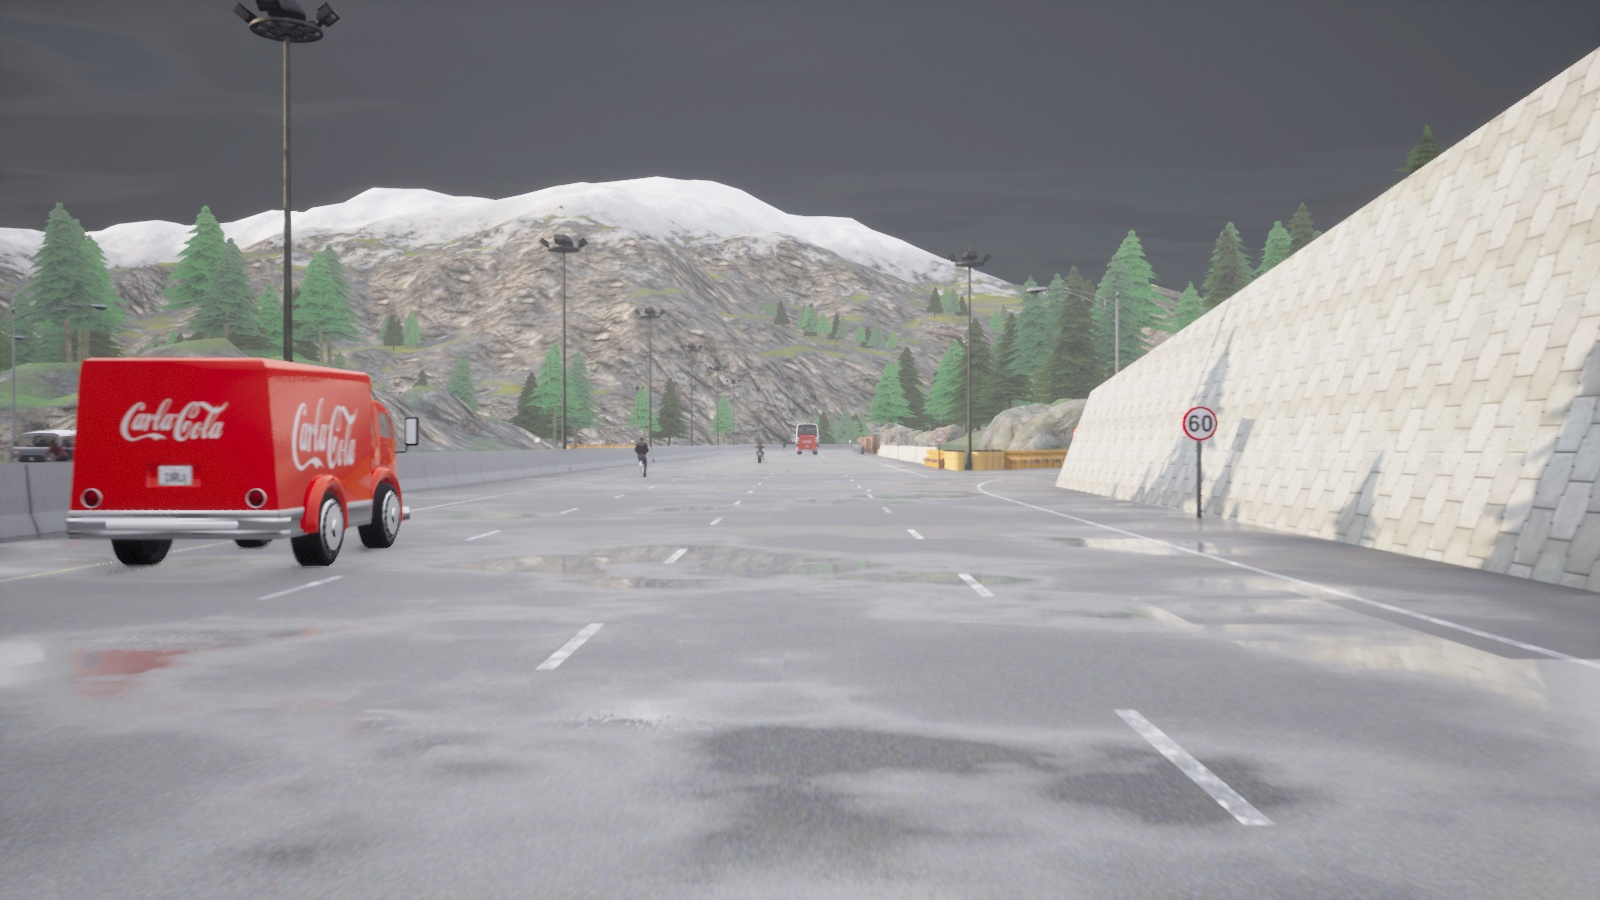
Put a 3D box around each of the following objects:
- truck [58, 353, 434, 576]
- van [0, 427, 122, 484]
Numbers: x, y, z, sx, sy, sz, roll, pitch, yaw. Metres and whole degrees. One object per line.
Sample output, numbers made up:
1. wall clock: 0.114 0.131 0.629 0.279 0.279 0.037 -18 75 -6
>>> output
1. truck: -6.891 0.158 16.497 2.627 2.467 5.204 0 0 0
2. van: -27.716 0.182 47.183 2.069 2.038 4.480 0 0 0
